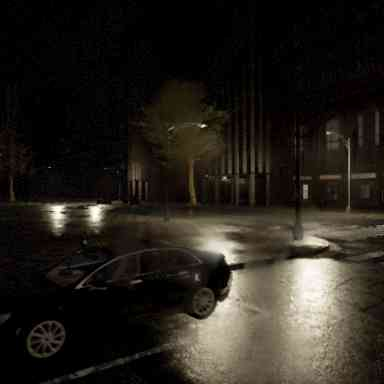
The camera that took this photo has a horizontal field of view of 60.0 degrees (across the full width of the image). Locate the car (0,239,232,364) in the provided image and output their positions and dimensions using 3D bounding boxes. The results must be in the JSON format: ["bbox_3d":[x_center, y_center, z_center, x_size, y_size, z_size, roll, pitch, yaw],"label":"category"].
[{"bbox_3d":[-1.274,1.553,5.744,4.403,1.369,2.008,0,0,-36],"label":"car"}]

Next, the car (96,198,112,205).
[{"bbox_3d":[-17.288,1.762,65.104,1.994,1.385,4.181,0,0,-36],"label":"car"}]

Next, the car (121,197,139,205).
[{"bbox_3d":[-11.687,1.676,62.871,1.837,1.490,4.892,0,0,-36],"label":"car"}]
